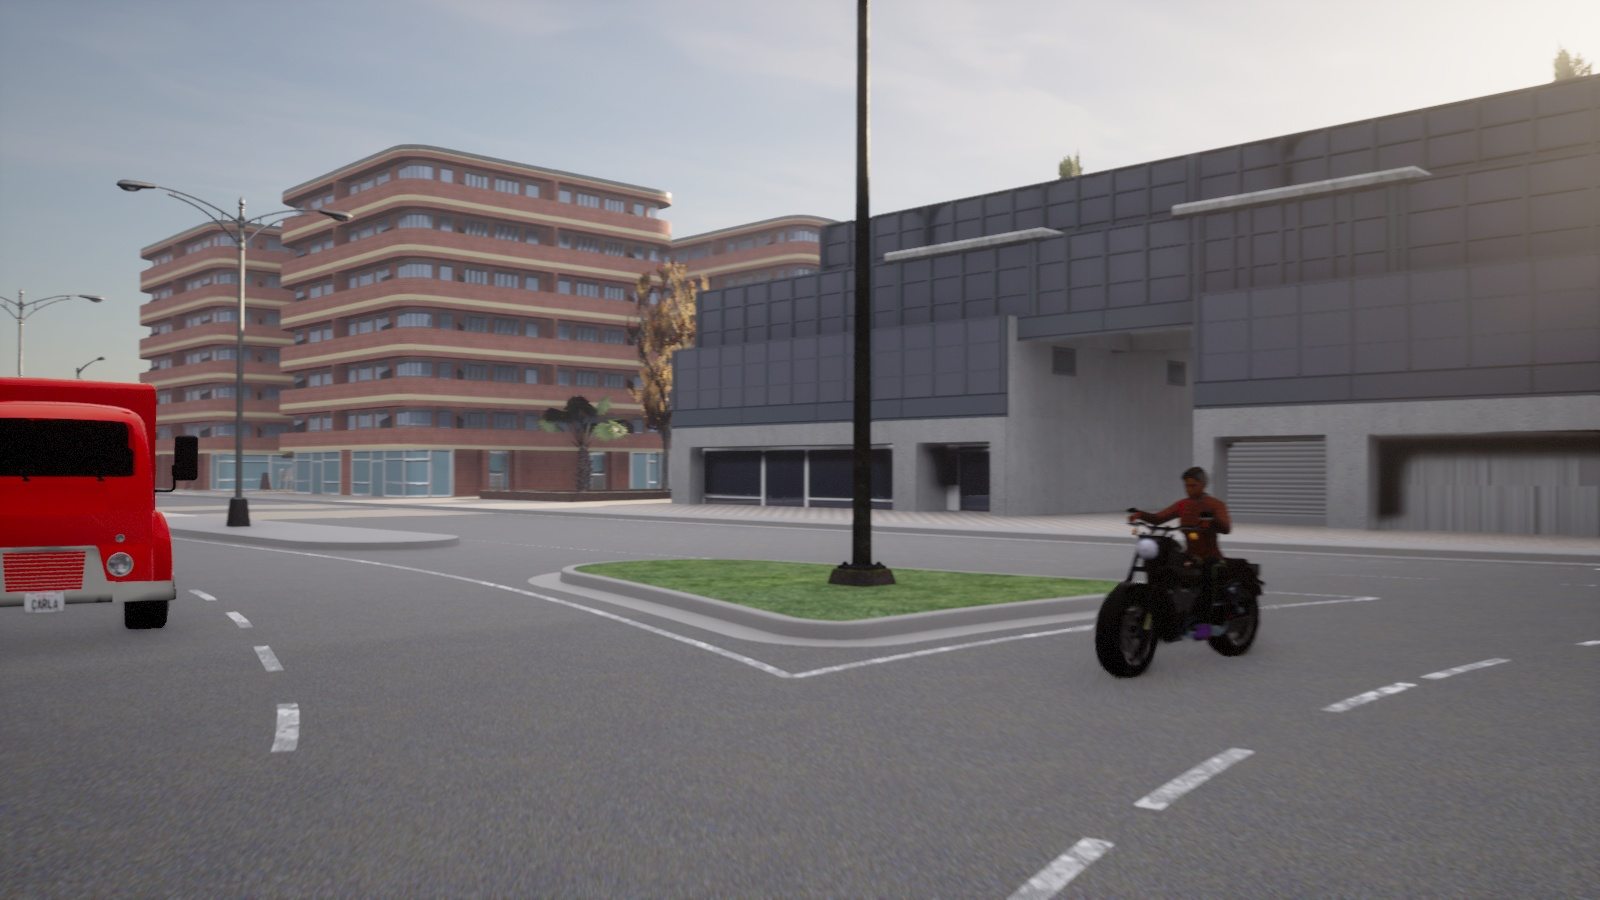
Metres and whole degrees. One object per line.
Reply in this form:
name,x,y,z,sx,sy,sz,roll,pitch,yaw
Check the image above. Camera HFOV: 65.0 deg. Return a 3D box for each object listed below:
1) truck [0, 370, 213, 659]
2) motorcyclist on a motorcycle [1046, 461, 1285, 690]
truck,-7.948,0.583,13.071,2.627,2.467,5.204,0,-1,-33
motorcyclist on a motorcycle,3.011,0.921,10.184,2.350,1.649,0.766,0,-1,-43
